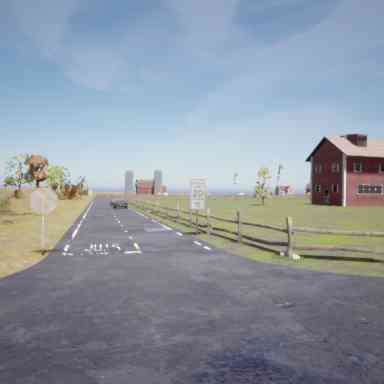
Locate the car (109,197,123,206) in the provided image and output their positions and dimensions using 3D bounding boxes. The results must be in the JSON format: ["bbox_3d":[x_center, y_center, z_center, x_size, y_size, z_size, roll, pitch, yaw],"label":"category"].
[{"bbox_3d":[-13.043,1.659,56.893,2.033,1.411,5.357,1,0,-16],"label":"car"}]

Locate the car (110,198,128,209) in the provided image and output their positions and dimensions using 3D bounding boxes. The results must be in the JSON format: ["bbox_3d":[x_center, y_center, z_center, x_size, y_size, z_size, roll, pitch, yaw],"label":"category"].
[{"bbox_3d":[-10.202,1.586,47.222,2.128,1.511,4.902,1,0,-16],"label":"car"}]
